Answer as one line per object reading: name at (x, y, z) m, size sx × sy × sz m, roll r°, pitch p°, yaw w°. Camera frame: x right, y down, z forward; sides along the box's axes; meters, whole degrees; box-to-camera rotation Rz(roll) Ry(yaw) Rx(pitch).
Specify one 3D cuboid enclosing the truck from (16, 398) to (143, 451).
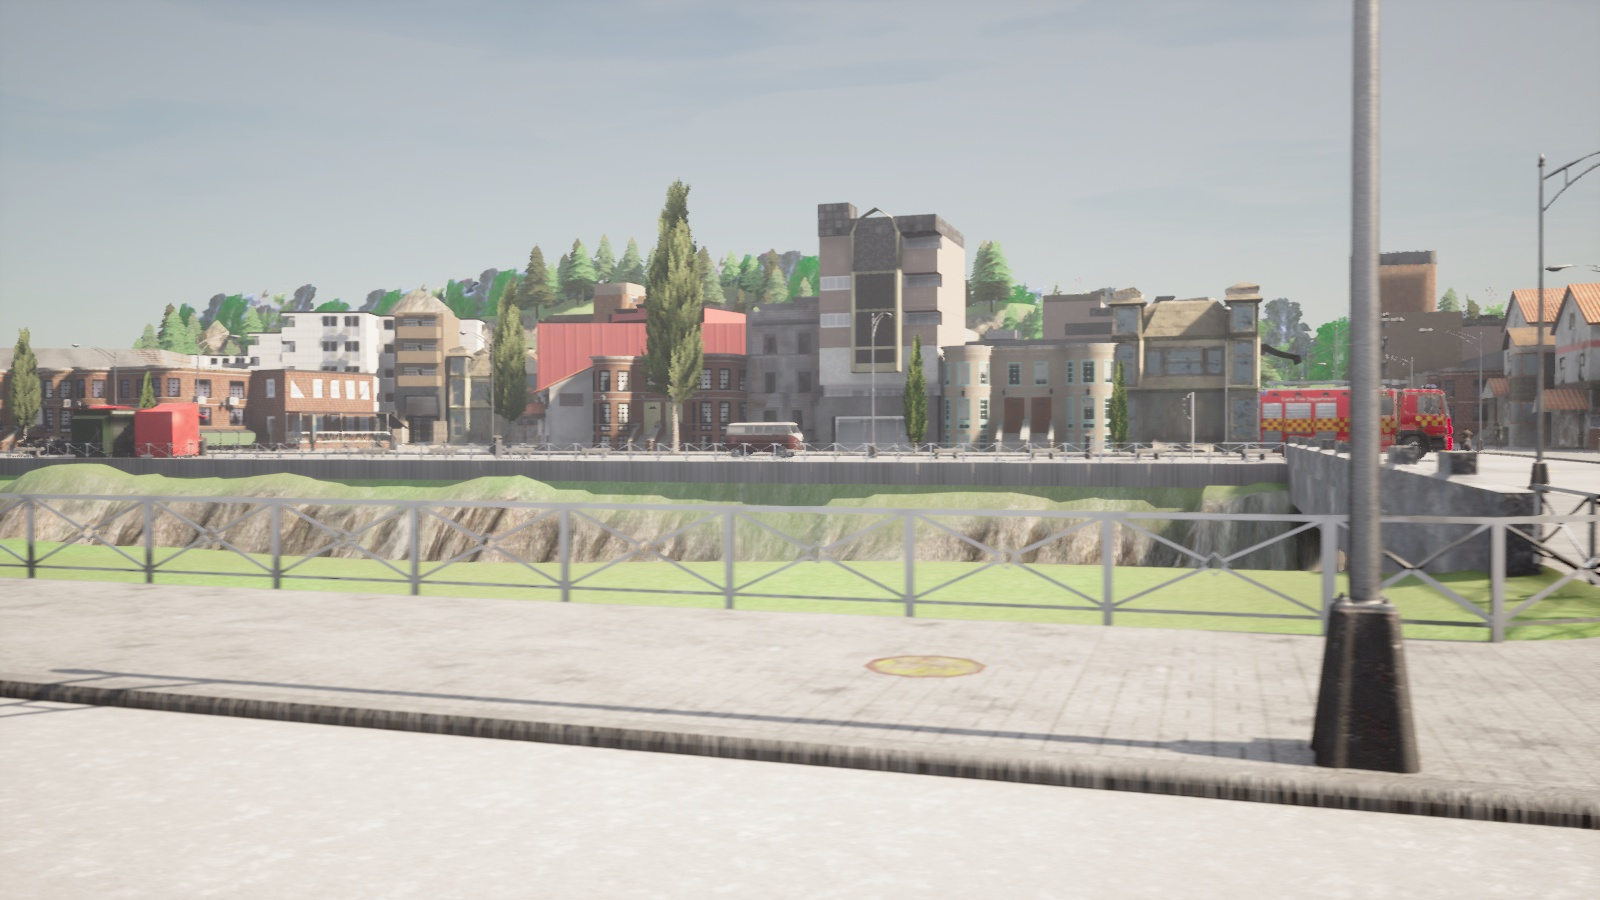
truck at (-48.608, -1.703, 84.712) m, size 7.936 × 3.462 × 2.891 m, roll 1°, pitch 1°, yaw 18°

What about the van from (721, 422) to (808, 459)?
van at (-1.943, -0.546, 69.347) m, size 4.442 × 1.987 × 1.775 m, roll 1°, pitch 1°, yaw 18°

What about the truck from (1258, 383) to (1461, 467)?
truck at (26.467, -1.206, 59.893) m, size 8.468 × 3.827 × 2.891 m, roll 0°, pitch 1°, yaw 16°
